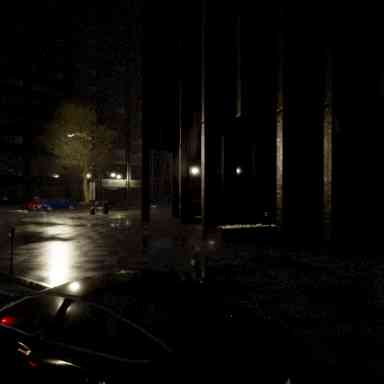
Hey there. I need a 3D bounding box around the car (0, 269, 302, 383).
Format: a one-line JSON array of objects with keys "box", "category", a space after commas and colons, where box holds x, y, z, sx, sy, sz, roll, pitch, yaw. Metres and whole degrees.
[{"box": [-1.013, 1.566, 3.674, 4.313, 1.339, 1.947, 0, 0, 35], "category": "car"}]

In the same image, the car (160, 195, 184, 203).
[{"box": [-3.646, 1.274, 62.391, 1.895, 1.301, 4.718, 0, 0, 35], "category": "car"}]

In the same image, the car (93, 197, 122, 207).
[{"box": [-12.604, 1.426, 49.851, 1.812, 1.442, 4.674, 0, 0, 35], "category": "car"}]

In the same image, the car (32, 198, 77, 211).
[{"box": [-15.964, 1.463, 39.471, 1.812, 1.442, 4.674, 0, 0, 35], "category": "car"}]

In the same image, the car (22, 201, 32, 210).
[{"box": [-18.740, 1.486, 41.189, 1.994, 1.385, 4.181, 0, 0, 34], "category": "car"}]

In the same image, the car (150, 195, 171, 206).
[{"box": [-5.412, 1.408, 54.364, 1.837, 1.490, 4.892, 0, 0, 36], "category": "car"}]
